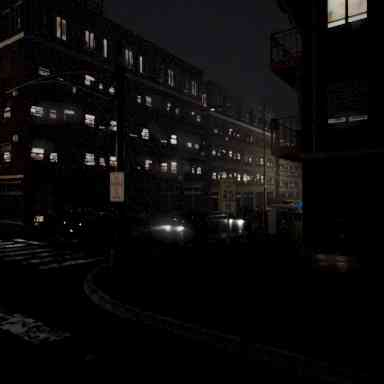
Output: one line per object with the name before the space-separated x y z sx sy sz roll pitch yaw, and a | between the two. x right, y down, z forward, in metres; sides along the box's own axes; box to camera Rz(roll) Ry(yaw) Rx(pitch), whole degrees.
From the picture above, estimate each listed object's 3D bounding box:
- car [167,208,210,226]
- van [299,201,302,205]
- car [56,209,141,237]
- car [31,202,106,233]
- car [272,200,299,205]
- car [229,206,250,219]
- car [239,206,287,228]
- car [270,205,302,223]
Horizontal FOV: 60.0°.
car | -0.195 2.013 27.793 1.994 1.385 4.181 0 -1 34
van | 18.357 2.463 58.868 1.690 1.788 3.998 -1 -2 35
car | -5.435 1.884 20.320 1.895 1.301 4.718 0 -1 36
car | -7.697 1.604 21.603 2.192 1.841 5.009 -1 -2 35
car | 12.469 2.073 45.795 2.150 2.045 5.566 0 -1 35
car | 5.519 2.196 35.967 1.994 1.385 4.181 0 -1 34
car | 5.694 2.048 26.179 1.802 1.307 4.206 -2 -2 35
car | 8.951 2.121 30.839 2.008 1.369 4.403 -2 -2 35
